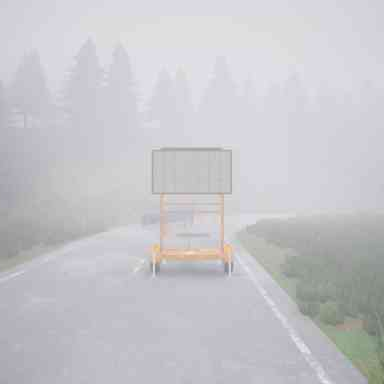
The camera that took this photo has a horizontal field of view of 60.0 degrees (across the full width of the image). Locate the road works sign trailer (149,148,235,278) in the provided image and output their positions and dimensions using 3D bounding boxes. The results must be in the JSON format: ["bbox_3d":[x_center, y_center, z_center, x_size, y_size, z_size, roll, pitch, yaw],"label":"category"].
[{"bbox_3d":[-0.005,0.464,10.087,2.380,3.560,2.880,0,0,0],"label":"road works sign trailer"}]

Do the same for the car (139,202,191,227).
[{"bbox_3d":[-1.694,1.477,22.772,1.882,1.535,5.008,-1,-1,25],"label":"car"}]
